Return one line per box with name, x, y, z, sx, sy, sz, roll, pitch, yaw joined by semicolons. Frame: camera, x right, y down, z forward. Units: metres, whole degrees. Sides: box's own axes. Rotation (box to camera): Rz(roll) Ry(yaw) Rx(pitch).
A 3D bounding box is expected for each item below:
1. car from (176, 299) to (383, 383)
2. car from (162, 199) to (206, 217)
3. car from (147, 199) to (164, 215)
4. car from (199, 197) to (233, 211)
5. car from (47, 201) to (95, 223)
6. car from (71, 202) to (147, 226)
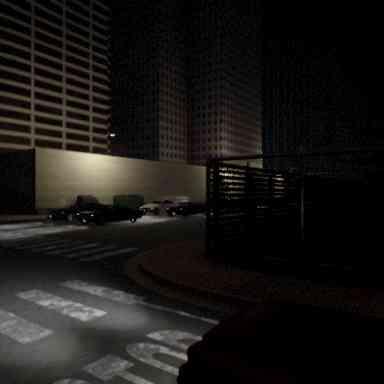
car;2.188;1.601;2.439;4.718;1.301;1.895;0;0;37
car;-0.287;1.536;30.508;1.895;1.301;4.718;0;0;35
car;-3.042;1.459;32.649;1.812;1.442;4.674;0;0;35
car;3.060;1.441;41.256;1.837;1.490;4.892;0;0;35
car;-8.412;1.425;25.116;2.128;1.511;4.902;0;0;35
car;-5.599;1.536;23.032;1.895;1.301;4.718;0;0;35
